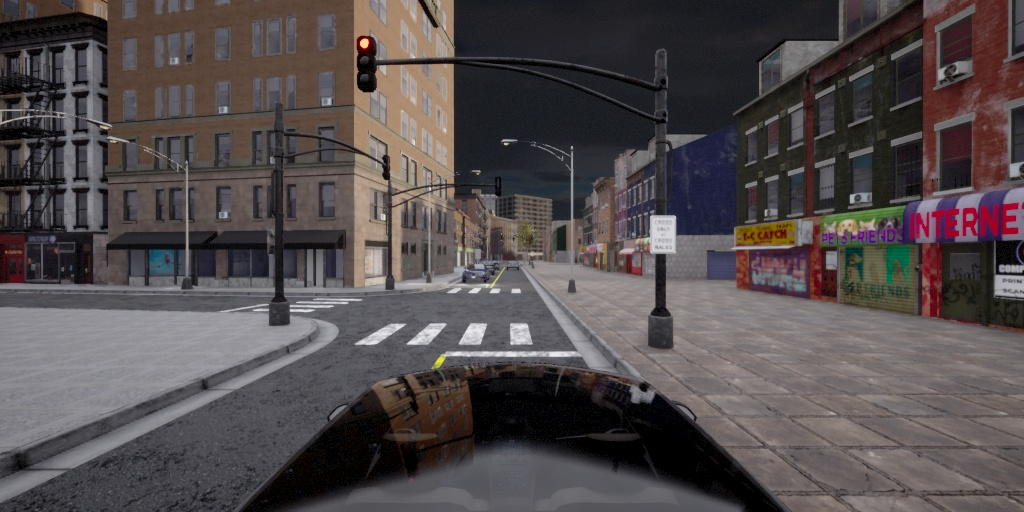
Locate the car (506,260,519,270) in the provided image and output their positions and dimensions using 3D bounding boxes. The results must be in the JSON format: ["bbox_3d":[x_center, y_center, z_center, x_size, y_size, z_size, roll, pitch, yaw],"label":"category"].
[{"bbox_3d":[0.111,1.310,52.760,2.033,1.411,5.357,0,0,0],"label":"car"}]

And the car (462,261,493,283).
[{"bbox_3d":[-2.792,1.279,28.425,1.812,1.442,4.674,0,0,0],"label":"car"}]

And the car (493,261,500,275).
[{"bbox_3d":[-2.769,1.247,38.860,2.128,1.511,4.902,0,0,0],"label":"car"}]

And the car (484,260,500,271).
[{"bbox_3d":[-2.743,1.324,50.288,1.994,1.385,4.181,0,0,-1],"label":"car"}]
